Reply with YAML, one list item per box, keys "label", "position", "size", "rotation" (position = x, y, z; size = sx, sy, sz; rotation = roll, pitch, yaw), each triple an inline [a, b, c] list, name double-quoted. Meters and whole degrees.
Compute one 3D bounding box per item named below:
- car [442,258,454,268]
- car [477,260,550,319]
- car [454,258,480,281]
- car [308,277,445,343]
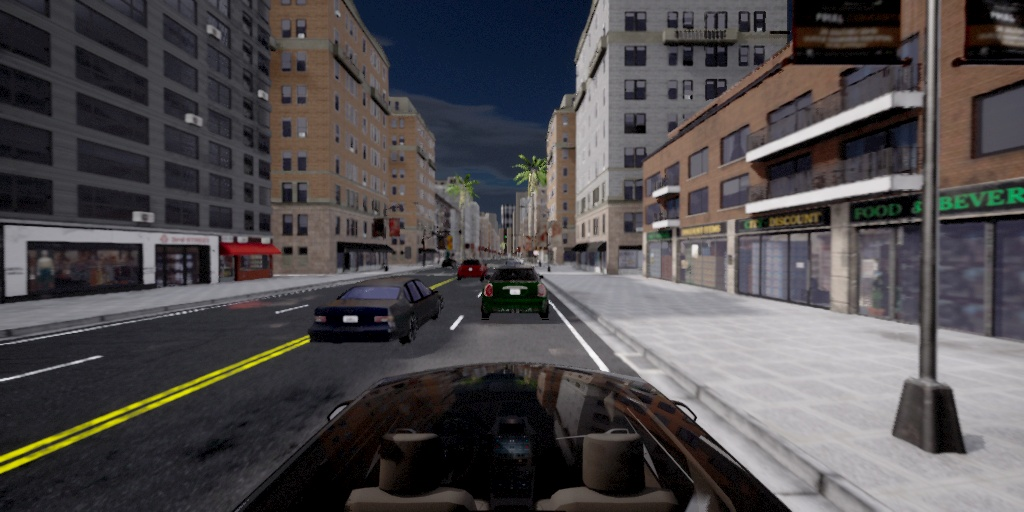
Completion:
- label: "car"
  position: [-9.764, 1.114, 56.193]
  size: [1.837, 1.490, 4.892]
  rotation: [0, 0, 0]
- label: "car"
  position: [0.096, 1.068, 12.692]
  size: [2.097, 1.767, 4.553]
  rotation: [0, 0, 0]
- label: "car"
  position: [-3.158, 1.020, 29.443]
  size: [2.097, 1.767, 4.553]
  rotation: [0, 0, 0]
- label: "car"
  position: [-3.153, 1.272, 9.510]
  size: [2.033, 1.411, 5.357]
  rotation: [0, 0, 0]
